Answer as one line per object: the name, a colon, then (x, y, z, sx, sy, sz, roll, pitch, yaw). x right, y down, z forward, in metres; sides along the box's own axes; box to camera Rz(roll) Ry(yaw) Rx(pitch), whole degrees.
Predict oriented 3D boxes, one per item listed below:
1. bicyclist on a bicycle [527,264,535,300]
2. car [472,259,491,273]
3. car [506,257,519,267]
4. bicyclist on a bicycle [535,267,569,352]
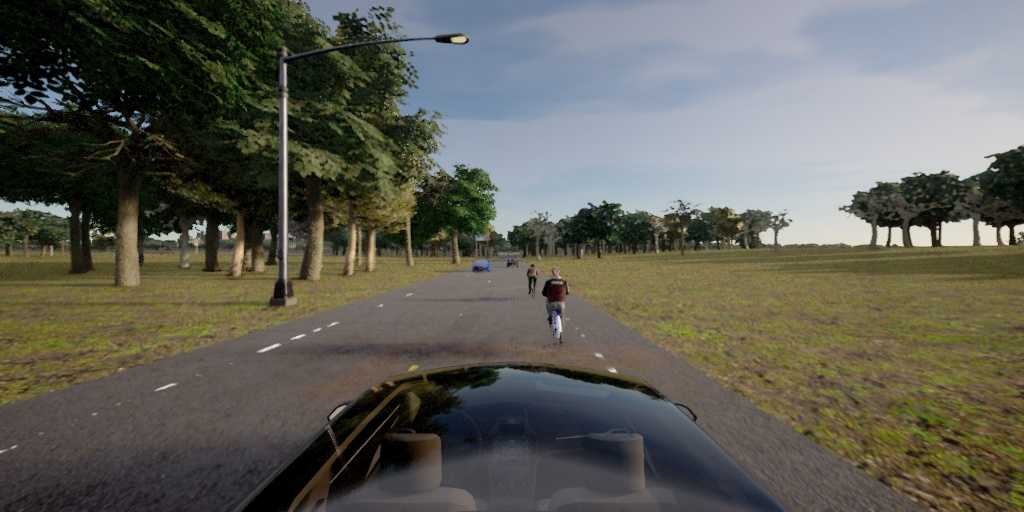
bicyclist on a bicycle: (0.962, 1.193, 16.682, 0.582, 1.620, 1.656, 0, 0, 0)
car: (-3.595, 1.143, 42.651, 1.882, 1.535, 5.008, 0, 0, 0)
car: (0.100, 1.089, 61.493, 1.837, 1.490, 4.892, 0, -1, 0)
bicyclist on a bicycle: (0.962, 1.119, 8.018, 0.659, 1.776, 1.843, 0, 0, 0)
